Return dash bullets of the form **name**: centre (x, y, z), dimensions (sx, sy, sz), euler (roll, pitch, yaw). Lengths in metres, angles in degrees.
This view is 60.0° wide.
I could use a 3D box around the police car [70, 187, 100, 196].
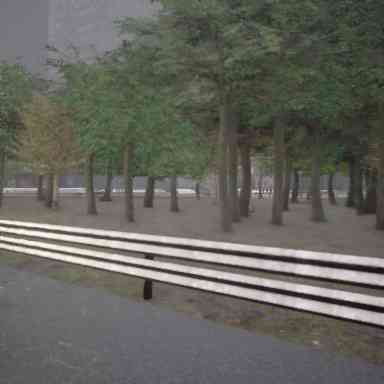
- **police car**: centre (-19.108, -0.113, 59.525), dimensions (4.974, 1.542, 2.038), euler (0, 1, -2)
